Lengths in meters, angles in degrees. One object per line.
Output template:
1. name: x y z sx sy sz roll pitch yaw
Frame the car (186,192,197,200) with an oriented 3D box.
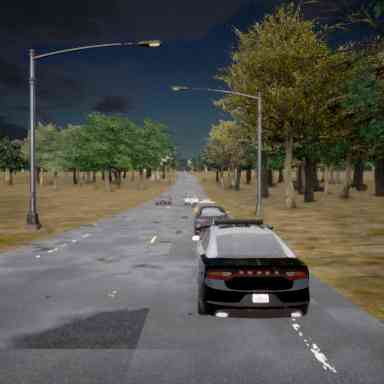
1. car: -0.080 0.684 58.234 1.895 1.301 4.718 0 2 0

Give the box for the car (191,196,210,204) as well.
1. car: 1.020 1.306 23.732 1.801 1.575 5.366 0 1 0

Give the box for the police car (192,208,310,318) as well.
1. police car: 1.043 1.408 7.654 1.930 1.638 5.238 0 0 0

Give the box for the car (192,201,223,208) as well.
1. car: 1.029 1.440 17.544 1.812 1.442 4.674 0 1 0

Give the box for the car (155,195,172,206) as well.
1. car: -3.657 1.098 43.583 1.994 1.385 4.181 0 1 0

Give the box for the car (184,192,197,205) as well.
1. car: -0.040 1.097 45.132 1.895 1.301 4.718 0 1 0
